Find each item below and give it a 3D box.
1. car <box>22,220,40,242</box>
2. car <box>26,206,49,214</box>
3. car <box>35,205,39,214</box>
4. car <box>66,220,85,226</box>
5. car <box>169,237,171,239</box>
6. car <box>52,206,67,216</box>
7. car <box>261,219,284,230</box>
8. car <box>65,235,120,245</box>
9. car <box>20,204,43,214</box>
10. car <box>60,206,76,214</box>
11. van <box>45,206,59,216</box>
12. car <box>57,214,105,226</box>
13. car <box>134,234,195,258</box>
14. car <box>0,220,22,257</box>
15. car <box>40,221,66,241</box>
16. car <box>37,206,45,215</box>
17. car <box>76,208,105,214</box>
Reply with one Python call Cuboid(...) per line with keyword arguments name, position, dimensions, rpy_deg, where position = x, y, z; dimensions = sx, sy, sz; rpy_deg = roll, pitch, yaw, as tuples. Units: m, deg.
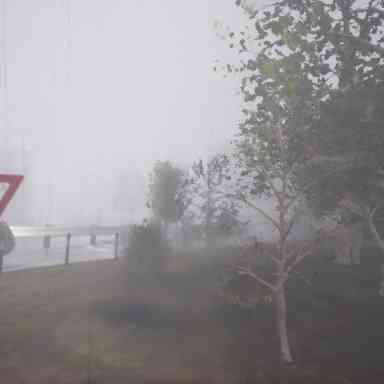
Cuboid(name="car", position=(-19.404, 4.233, 34.956), dimensions=(5.566, 2.045, 2.435), rpy_deg=(0, 0, 17))
Cuboid(name="car", position=(-34.874, 4.117, 75.319), dimensions=(2.002, 1.452, 4.674), rpy_deg=(0, 1, 19))
Cuboid(name="car", position=(-32.549, 3.984, 73.407), dimensions=(2.185, 1.767, 4.553), rpy_deg=(0, 1, 19))
Cuboid(name="car", position=(-15.823, 4.513, 39.677), dimensions=(4.792, 1.488, 2.163), rpy_deg=(0, 0, 17))
Cuboid(name="car", position=(-4.225, 4.424, 26.917), dimensions=(5.566, 2.045, 2.435), rpy_deg=(1, 1, 17))
Cuboid(name="car", position=(-25.508, 4.248, 67.796), dimensions=(2.002, 1.452, 4.674), rpy_deg=(0, 1, 19))
Cuboid(name="car", position=(10.685, 4.315, 44.473), dimensions=(1.837, 1.490, 4.892), rpy_deg=(1, -2, -7))
Cuboid(name="car", position=(-6.110, 4.423, 24.506), dimensions=(5.566, 2.045, 2.435), rpy_deg=(1, 1, 17))
Cuboid(name="car", position=(-37.196, 3.919, 77.229), dimensions=(2.185, 1.767, 4.553), rpy_deg=(1, 1, 19))
Cuboid(name="car", position=(-23.099, 4.235, 66.098), dimensions=(1.946, 1.575, 5.366), rpy_deg=(0, 1, 19))
Cuboid(name="van", position=(-27.880, 3.951, 69.560), dimensions=(1.878, 1.987, 4.442), rpy_deg=(1, 1, 19))
Cuboid(name="car", position=(-14.087, 4.232, 42.022), dimensions=(5.566, 2.045, 2.435), rpy_deg=(0, 0, 17))
Cuboid(name="car", position=(-2.401, 4.704, 29.329), dimensions=(4.792, 1.488, 2.163), rpy_deg=(1, 1, 17))
Cuboid(name="car", position=(-7.740, 1.294, 10.345), dimensions=(2.150, 2.045, 5.566), rpy_deg=(2, -1, -5))
Cuboid(name="car", position=(-17.612, 4.233, 37.311), dimensions=(5.566, 2.045, 2.435), rpy_deg=(0, 0, 17))
Cuboid(name="car", position=(-30.183, 4.142, 71.560), dimensions=(2.097, 1.535, 5.008), rpy_deg=(1, 1, 19))
Cuboid(name="car", position=(-18.460, 4.056, 62.140), dimensions=(2.435, 2.045, 5.566), rpy_deg=(1, 1, 19))
